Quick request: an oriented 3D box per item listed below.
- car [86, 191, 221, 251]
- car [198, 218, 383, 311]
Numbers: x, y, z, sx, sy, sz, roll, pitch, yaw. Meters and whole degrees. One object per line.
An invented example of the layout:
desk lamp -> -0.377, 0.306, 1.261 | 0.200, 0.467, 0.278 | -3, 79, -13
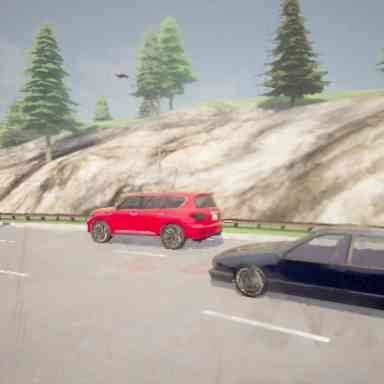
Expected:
car -> -1.560, 0.990, 13.101 | 5.566, 2.045, 2.150 | 0, 1, 28
car -> 2.988, 1.376, 6.367 | 5.357, 1.411, 2.033 | 0, 1, 33
